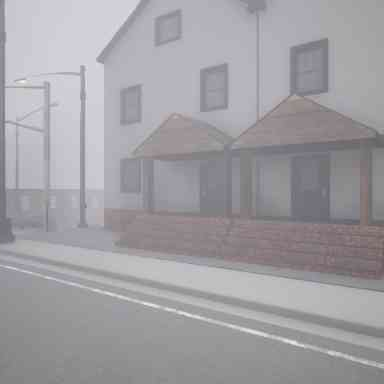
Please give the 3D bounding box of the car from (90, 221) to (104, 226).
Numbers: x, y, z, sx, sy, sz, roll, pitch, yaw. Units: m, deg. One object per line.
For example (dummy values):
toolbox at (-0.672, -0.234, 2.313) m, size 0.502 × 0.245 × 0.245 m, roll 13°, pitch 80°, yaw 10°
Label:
car at (-8.969, 3.820, 36.408) m, size 2.097 × 1.767 × 4.553 m, roll 0°, pitch -12°, yaw 35°

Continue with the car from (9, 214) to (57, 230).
car at (-14.069, 2.655, 29.317) m, size 1.994 × 1.385 × 4.181 m, roll 0°, pitch -9°, yaw 36°
